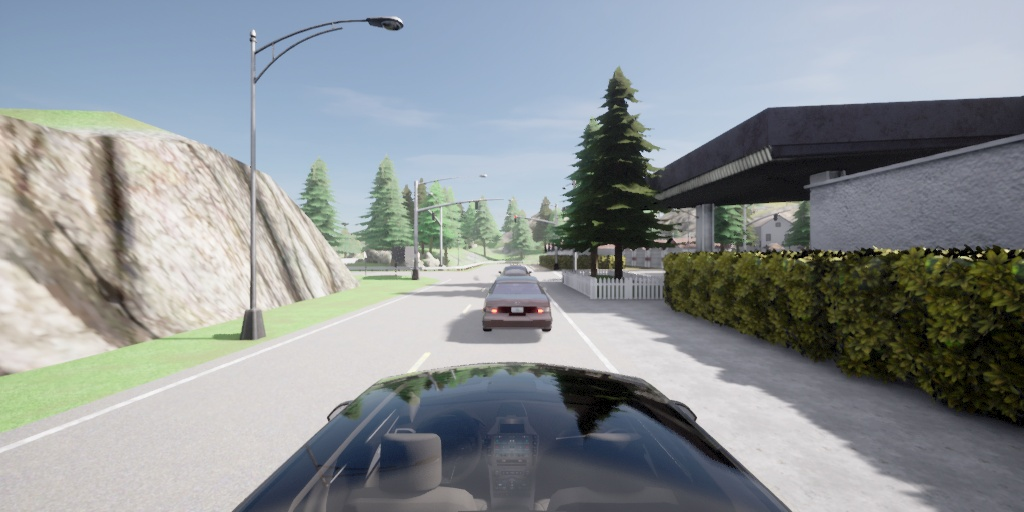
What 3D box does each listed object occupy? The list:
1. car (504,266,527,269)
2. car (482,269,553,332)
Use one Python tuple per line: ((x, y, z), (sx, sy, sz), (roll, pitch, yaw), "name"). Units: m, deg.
((0.187, 1.271, 20.410), (1.812, 1.442, 4.674), (0, 0, 0), "car")
((0.139, 1.295, 10.825), (2.033, 1.411, 5.357), (0, 0, 0), "car")
